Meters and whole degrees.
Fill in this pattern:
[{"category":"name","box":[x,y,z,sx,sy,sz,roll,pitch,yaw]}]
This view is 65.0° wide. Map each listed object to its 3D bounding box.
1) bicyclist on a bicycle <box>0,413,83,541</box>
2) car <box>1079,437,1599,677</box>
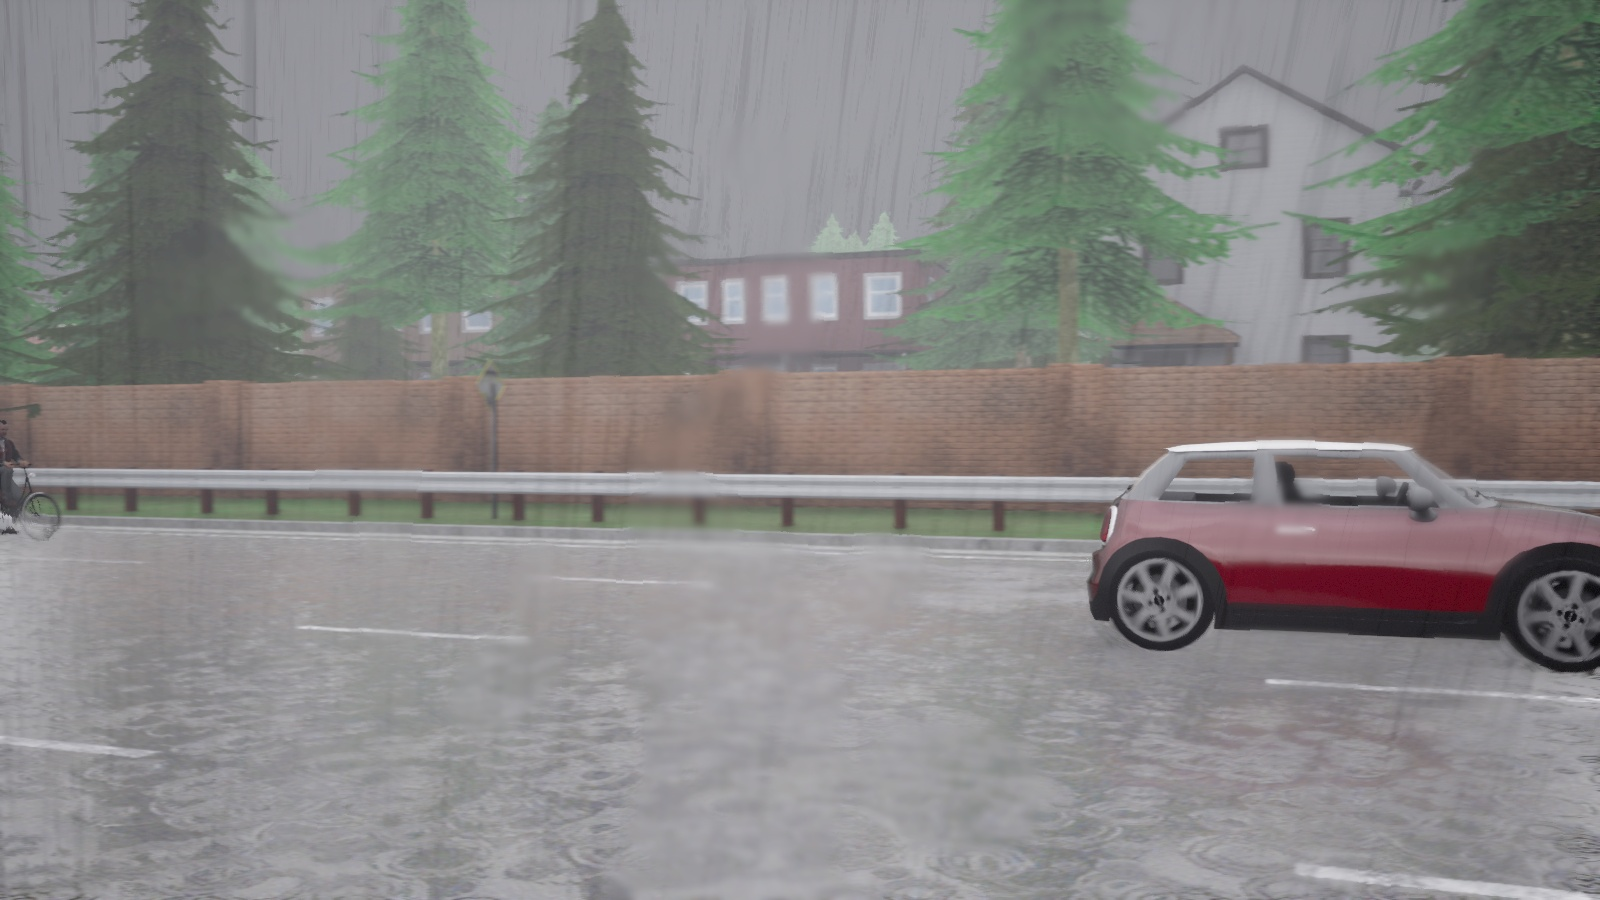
[{"category":"bicyclist on a bicycle","box":[-11.318,0.365,18.076,1.843,1.776,0.659,0,1,19]},{"category":"car","box":[4.094,0.660,9.200,3.806,1.475,1.970,1,1,19]}]
